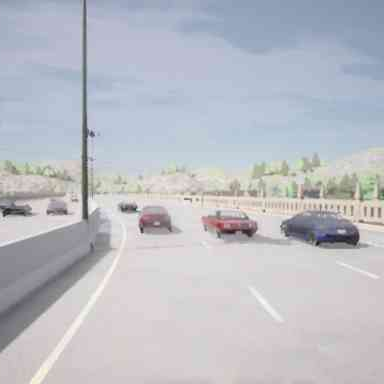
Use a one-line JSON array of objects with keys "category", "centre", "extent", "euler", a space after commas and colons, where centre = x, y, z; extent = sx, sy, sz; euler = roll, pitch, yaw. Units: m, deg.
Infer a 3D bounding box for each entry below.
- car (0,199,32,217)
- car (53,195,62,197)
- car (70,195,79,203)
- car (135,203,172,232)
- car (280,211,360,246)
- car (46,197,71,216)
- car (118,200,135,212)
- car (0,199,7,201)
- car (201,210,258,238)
[{"category": "car", "centre": [-16.605, 1.660, 31.758], "extent": [1.895, 1.301, 4.718], "euler": [0, 0, -17]}, {"category": "car", "centre": [-28.989, 1.351, 71.248], "extent": [2.097, 1.767, 4.553], "euler": [0, 0, -18]}, {"category": "car", "centre": [-26.009, 1.441, 73.434], "extent": [2.097, 1.767, 4.553], "euler": [0, 0, -18]}, {"category": "car", "centre": [-2.331, 1.532, 20.170], "extent": [1.812, 1.442, 4.674], "euler": [0, 0, -11]}, {"category": "car", "centre": [5.654, 1.541, 15.195], "extent": [1.994, 1.385, 4.181], "euler": [0, 0, -8]}, {"category": "car", "centre": [-13.473, 1.573, 33.469], "extent": [1.812, 1.442, 4.674], "euler": [0, 0, -17]}, {"category": "car", "centre": [-7.451, 1.625, 38.255], "extent": [1.895, 1.301, 4.718], "euler": [0, 0, -17]}, {"category": "car", "centre": [-23.456, 1.631, 41.850], "extent": [2.033, 1.411, 5.357], "euler": [0, 0, -17]}, {"category": "car", "centre": [1.784, 1.592, 17.550], "extent": [1.895, 1.301, 4.718], "euler": [0, 0, -10]}]
